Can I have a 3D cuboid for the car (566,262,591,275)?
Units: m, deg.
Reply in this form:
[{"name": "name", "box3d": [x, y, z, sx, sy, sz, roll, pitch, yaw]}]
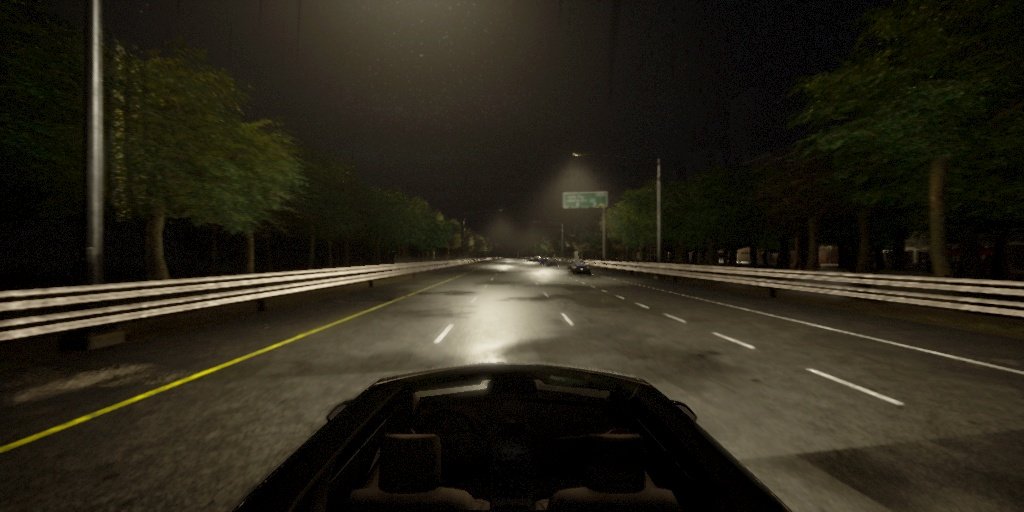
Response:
[{"name": "car", "box3d": [7.063, 1.308, 38.340, 1.994, 1.385, 4.181, 0, 0, 0]}]
